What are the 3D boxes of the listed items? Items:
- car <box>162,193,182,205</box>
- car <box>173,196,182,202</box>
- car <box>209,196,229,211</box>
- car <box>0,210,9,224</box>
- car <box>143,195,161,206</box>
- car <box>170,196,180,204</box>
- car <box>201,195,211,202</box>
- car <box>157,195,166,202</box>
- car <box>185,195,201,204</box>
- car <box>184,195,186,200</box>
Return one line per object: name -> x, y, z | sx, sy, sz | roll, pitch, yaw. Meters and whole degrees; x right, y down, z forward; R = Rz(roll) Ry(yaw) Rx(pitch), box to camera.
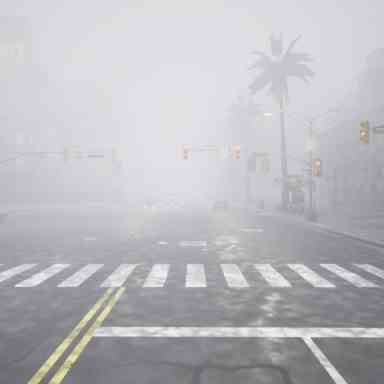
car -> -3.421, 1.220, 57.546 | 2.150, 2.045, 5.566 | 0, 0, 1
car -> -3.357, 1.593, 77.148 | 1.895, 1.301, 4.718 | 0, 0, 0
car -> 3.517, 1.490, 41.542 | 2.128, 1.511, 4.902 | 0, 0, 2
car -> -14.950, 1.477, 22.161 | 5.008, 1.535, 1.882 | 0, 0, -6
car -> -6.936, 1.350, 56.353 | 2.097, 1.767, 4.553 | 0, 0, 1
car -> -3.392, 1.523, 67.055 | 1.812, 1.442, 4.674 | 0, 0, 1
car -> 3.652, 1.475, 72.946 | 1.882, 1.535, 5.008 | 0, 0, 0
car -> -6.860, 1.522, 75.133 | 1.812, 1.442, 4.674 | 0, 0, 0
car -> 0.223, 1.545, 66.039 | 2.033, 1.411, 5.357 | 0, 0, 0
car -> -1.203, 1.521, 95.421 | 1.812, 1.442, 4.674 | 0, 0, -12
